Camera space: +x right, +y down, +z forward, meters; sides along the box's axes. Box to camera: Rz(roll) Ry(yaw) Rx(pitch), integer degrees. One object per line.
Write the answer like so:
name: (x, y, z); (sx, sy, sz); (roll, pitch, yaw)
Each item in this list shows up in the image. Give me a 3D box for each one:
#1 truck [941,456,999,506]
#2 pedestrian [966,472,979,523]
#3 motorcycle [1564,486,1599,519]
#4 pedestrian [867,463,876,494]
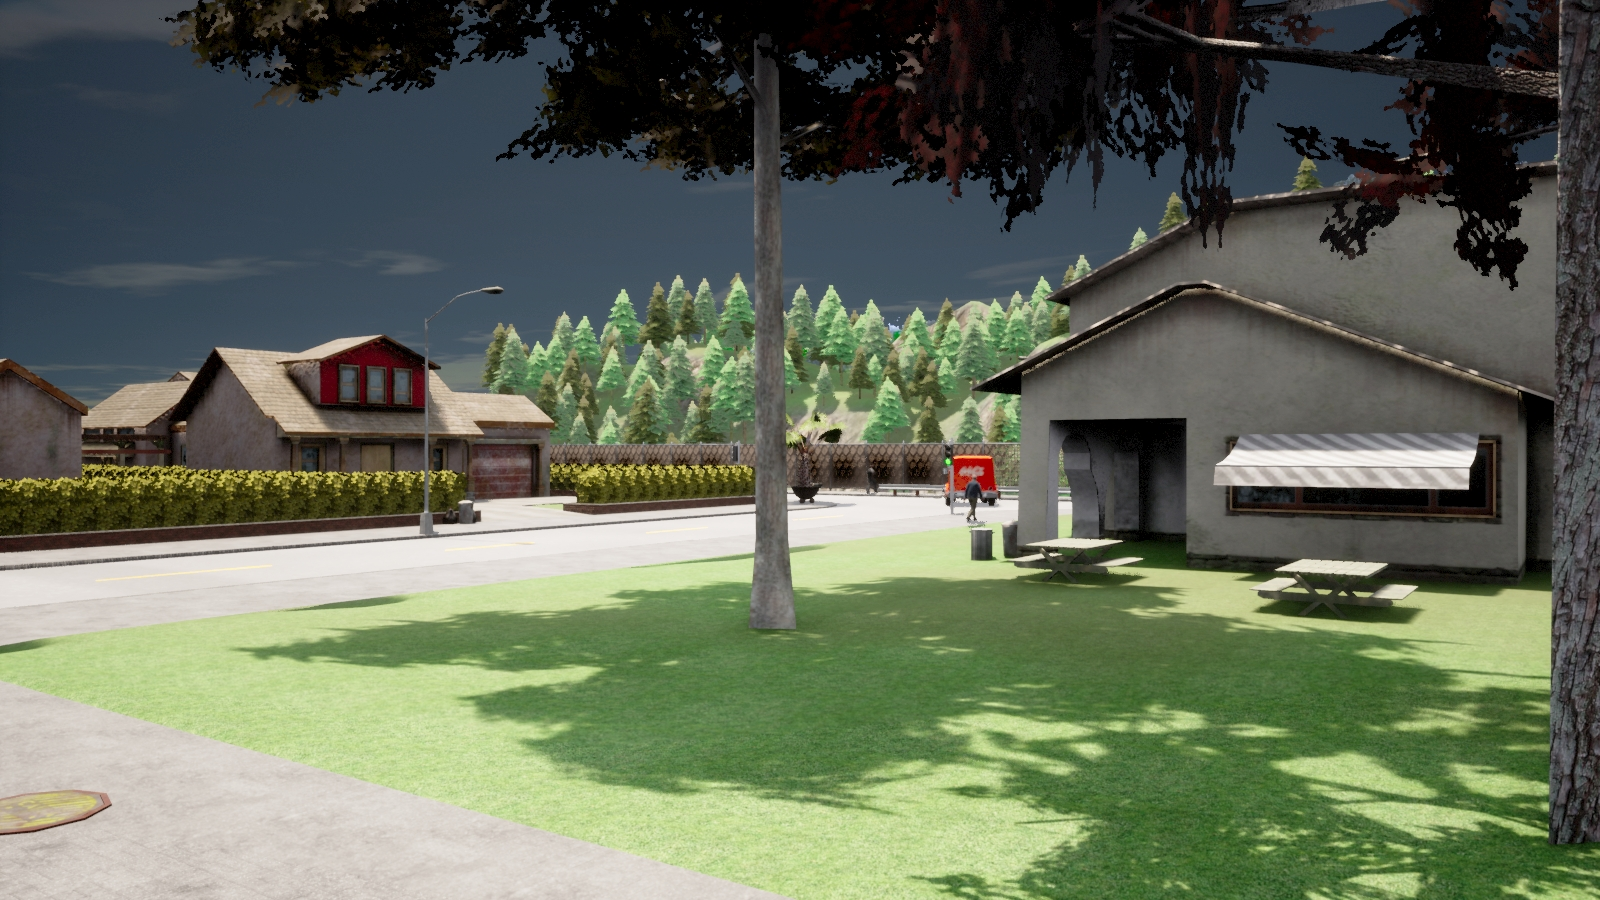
truck: (8.730, 1.564, 59.164); (2.627, 2.467, 5.204); (0, 0, 5)
pedestrian: (6.375, 1.737, 42.242); (0.375, 1.860, 0.375); (0, 0, 35)
motorcycle: (32.734, 2.155, 46.808); (2.356, 1.307, 0.764); (0, 0, 35)
pedestrian: (4.342, 1.745, 69.513); (0.375, 1.860, 0.375); (0, 0, -37)
